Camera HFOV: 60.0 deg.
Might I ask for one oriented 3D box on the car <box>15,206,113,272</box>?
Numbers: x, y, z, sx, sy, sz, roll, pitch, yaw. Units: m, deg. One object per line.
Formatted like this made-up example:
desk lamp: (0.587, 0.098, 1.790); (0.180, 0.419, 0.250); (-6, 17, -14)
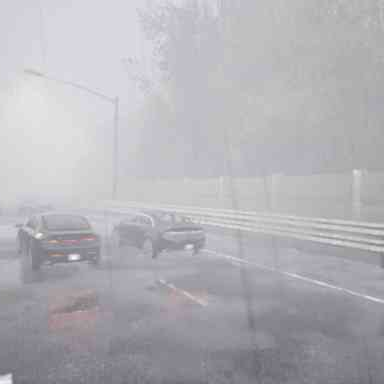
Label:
car: (-4.370, 1.409, 10.657); (1.837, 1.490, 4.892); (1, 0, -33)

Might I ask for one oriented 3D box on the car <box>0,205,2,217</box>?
car: (-15.863, 1.148, 25.171); (2.128, 1.511, 4.902); (1, 0, -42)

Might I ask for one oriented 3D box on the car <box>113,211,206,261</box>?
car: (-1.412, 1.459, 12.351); (2.128, 1.511, 4.902); (1, 0, -33)

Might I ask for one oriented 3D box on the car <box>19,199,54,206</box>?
car: (-12.424, 1.256, 26.553); (1.812, 1.442, 4.674); (1, 0, -42)
